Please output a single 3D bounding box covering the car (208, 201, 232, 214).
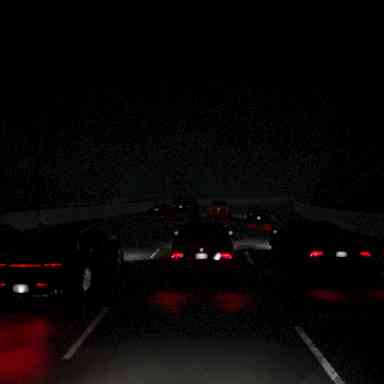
[{"bbox_3d":[2.795,1.626,32.803,2.097,1.767,4.553,0,-1,9],"label":"car"}]

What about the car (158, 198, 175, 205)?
[{"bbox_3d":[-5.355,2.025,70.908,1.882,1.535,5.008,0,-1,20],"label":"car"}]

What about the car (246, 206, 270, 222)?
[{"bbox_3d":[5.709,1.833,29.013,1.895,1.301,4.718,0,0,8],"label":"car"}]

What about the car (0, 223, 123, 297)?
[{"bbox_3d":[-3.201,1.596,8.802,1.837,1.490,4.892,0,0,2],"label":"car"}]

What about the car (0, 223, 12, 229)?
[{"bbox_3d":[-6.664,1.662,10.430,2.033,1.411,5.357,0,0,3],"label":"car"}]

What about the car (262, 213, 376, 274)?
[{"bbox_3d":[3.864,1.629,10.831,2.033,1.411,5.357,0,0,3],"label":"car"}]

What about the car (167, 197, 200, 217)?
[{"bbox_3d":[-0.606,1.520,33.968,2.150,2.045,5.566,0,0,10],"label":"car"}]

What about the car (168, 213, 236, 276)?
[{"bbox_3d":[0.354,1.640,10.655,2.033,1.411,5.357,0,0,3],"label":"car"}]

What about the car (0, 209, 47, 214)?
[{"bbox_3d":[-15.346,1.889,31.189,1.994,1.385,4.181,0,-1,9],"label":"car"}]

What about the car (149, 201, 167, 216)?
[{"bbox_3d":[-3.423,1.905,37.862,1.994,1.385,4.181,0,0,11],"label":"car"}]
